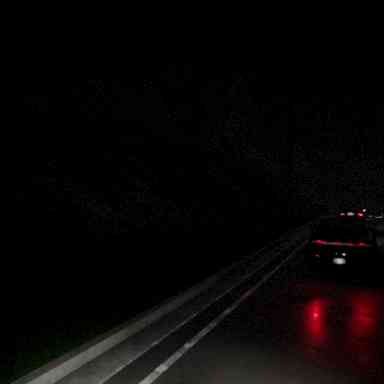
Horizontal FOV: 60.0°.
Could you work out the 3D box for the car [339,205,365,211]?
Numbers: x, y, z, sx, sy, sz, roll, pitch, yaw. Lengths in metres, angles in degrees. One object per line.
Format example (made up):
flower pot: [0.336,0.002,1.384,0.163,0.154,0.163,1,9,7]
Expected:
car: [13.475,1.798,28.044,2.033,1.411,5.357,0,0,26]

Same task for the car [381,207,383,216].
car: [18.577,1.812,30.459,1.837,1.490,4.892,0,-1,26]

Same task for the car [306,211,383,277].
car: [4.915,1.586,10.762,2.128,1.511,4.902,0,0,27]
